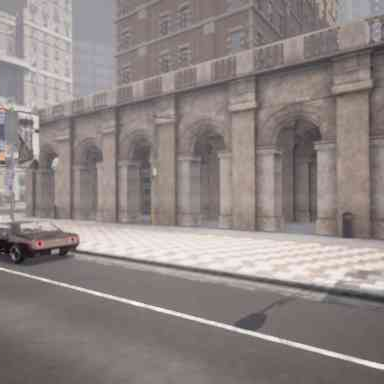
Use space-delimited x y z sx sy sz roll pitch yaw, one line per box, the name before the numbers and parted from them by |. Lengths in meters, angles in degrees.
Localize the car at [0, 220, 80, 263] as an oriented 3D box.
car | -6.386 1.716 12.422 4.718 1.301 1.895 -1 0 35
